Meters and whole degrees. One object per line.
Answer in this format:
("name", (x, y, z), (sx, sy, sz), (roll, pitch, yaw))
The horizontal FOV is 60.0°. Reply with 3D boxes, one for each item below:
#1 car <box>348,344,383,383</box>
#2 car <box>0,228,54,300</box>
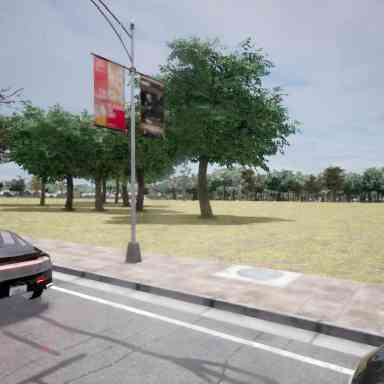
("car", (3.270, 1.492, 1.343), (4.902, 1.511, 2.128), (0, 0, 36))
("car", (-5.005, 1.517, 7.226), (4.902, 1.511, 2.128), (0, 0, 36))
